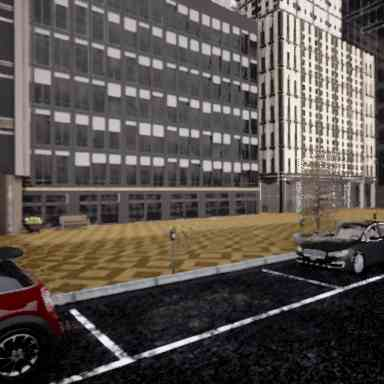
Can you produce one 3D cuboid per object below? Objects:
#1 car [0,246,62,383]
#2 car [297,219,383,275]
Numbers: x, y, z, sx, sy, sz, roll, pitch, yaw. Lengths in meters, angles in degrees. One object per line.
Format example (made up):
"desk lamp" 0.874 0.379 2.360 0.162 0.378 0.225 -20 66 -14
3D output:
"car" -3.800 1.483 3.792 4.097 1.590 1.967 0 0 -37
"car" 5.064 1.570 10.381 4.403 1.369 2.008 0 0 -37
